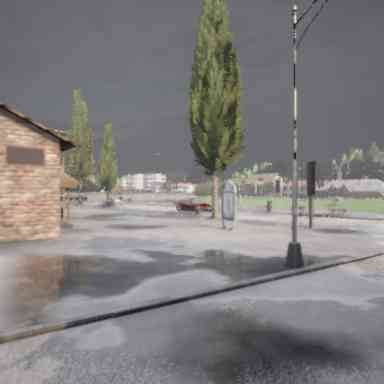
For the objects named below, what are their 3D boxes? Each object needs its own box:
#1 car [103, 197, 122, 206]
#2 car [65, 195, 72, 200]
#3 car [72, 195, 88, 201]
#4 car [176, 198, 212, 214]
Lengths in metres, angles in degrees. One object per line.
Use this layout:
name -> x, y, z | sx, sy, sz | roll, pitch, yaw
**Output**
car -> -12.939, 1.498, 54.061 | 1.812, 1.442, 4.674 | 0, 0, -35
car -> -32.785, 1.429, 88.753 | 1.994, 1.385, 4.181 | 0, 0, -36
car -> -26.728, 1.434, 80.275 | 1.882, 1.535, 5.008 | 0, 0, -36
car -> 0.233, 1.454, 35.486 | 1.882, 1.535, 5.008 | 0, 0, -35
